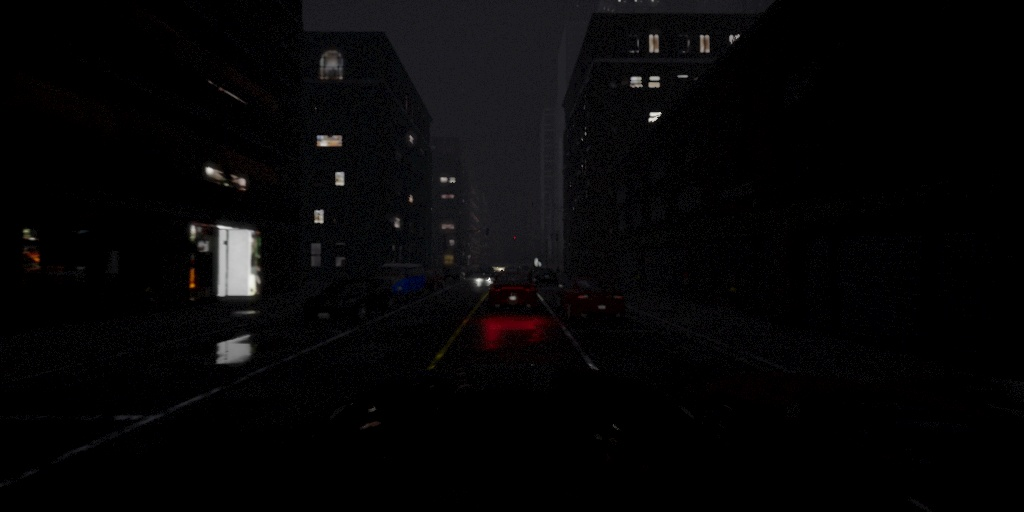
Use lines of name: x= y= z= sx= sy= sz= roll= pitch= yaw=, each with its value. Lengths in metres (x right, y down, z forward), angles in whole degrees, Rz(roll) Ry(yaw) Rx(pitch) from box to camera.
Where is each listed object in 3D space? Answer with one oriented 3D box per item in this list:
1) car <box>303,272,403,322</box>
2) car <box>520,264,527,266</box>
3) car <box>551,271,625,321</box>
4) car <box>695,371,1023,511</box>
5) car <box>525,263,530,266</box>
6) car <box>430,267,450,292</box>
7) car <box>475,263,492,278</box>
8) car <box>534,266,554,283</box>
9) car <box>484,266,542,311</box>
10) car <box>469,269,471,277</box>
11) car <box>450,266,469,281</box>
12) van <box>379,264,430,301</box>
car: x=-5.685 y=1.448 z=13.005 sx=1.948 sy=1.339 sz=4.313 roll=0 pitch=0 yaw=0
car: x=0.063 y=1.608 z=29.979 sx=1.812 sy=1.442 sz=4.674 roll=0 pitch=0 yaw=0
car: x=2.697 y=1.427 z=12.989 sx=1.888 sy=1.381 sz=4.507 roll=0 pitch=0 yaw=0
car: x=2.692 y=1.335 z=1.944 sx=1.802 sy=1.307 sz=4.207 roll=0 pitch=0 yaw=0
car: x=2.708 y=1.776 z=40.605 sx=1.948 sy=1.339 sz=4.313 roll=0 pitch=0 yaw=0
car: x=-5.680 y=1.558 z=24.052 sx=1.888 sy=1.381 sz=4.507 roll=0 pitch=0 yaw=0
car: x=-3.034 y=1.779 z=40.908 sx=1.994 sy=1.385 sz=4.181 roll=0 pitch=-1 yaw=1
car: x=2.703 y=1.643 z=29.559 sx=1.948 sy=1.339 sz=4.313 roll=0 pitch=0 yaw=0
car: x=0.060 y=1.388 z=15.423 sx=1.882 sy=1.535 sz=5.008 roll=0 pitch=0 yaw=0
car: x=-5.674 y=1.793 z=40.620 sx=1.802 sy=1.307 sz=4.207 roll=0 pitch=0 yaw=0
car: x=-5.676 y=1.710 z=35.097 sx=1.948 sy=1.339 sz=4.313 roll=0 pitch=0 yaw=0
van: x=-5.682 y=1.288 z=18.529 sx=1.690 sy=1.789 sz=3.998 roll=0 pitch=0 yaw=0
